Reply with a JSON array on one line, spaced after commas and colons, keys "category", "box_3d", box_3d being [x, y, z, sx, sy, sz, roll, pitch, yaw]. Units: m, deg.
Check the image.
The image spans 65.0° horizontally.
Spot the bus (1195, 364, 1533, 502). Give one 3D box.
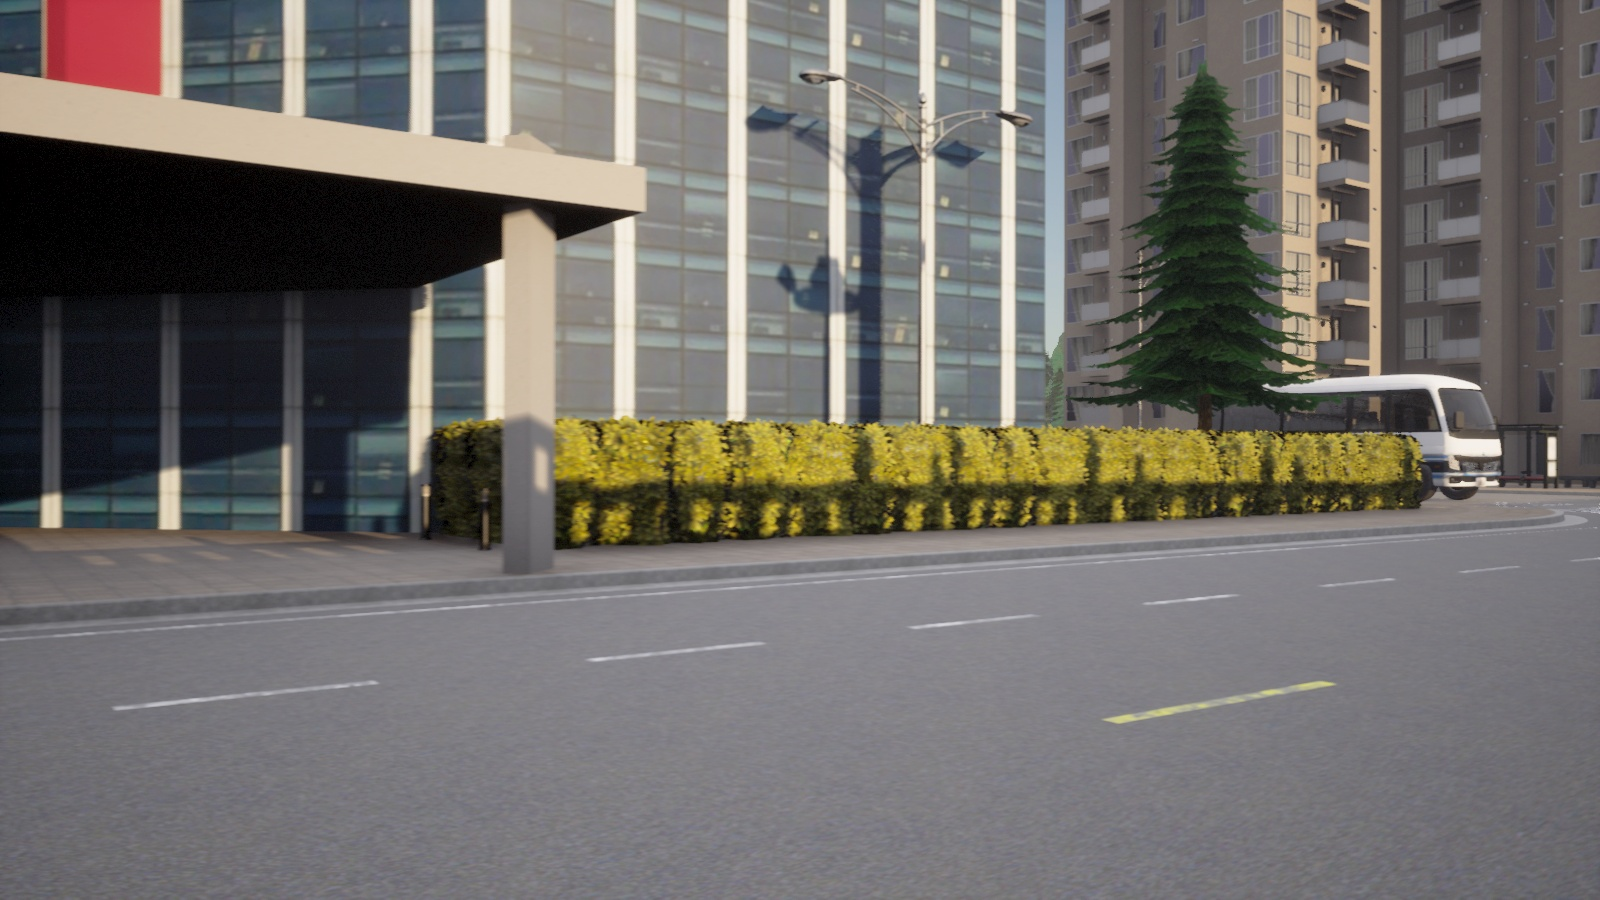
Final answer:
[{"category": "bus", "box_3d": [19.387, -0.509, 44.089, 3.944, 4.253, 10.273, 0, 0, -35]}]
